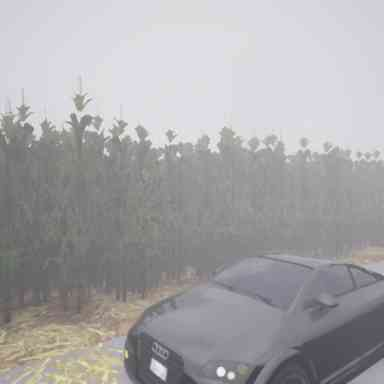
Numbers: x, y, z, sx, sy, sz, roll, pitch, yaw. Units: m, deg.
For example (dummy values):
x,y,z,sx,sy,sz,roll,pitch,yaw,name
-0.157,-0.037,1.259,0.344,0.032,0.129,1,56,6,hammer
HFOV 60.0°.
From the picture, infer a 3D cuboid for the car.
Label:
x,y,z,sx,sy,sz,roll,pitch,yaw,name
1.238,1.562,4.503,4.181,1.385,1.994,0,0,-38,car
